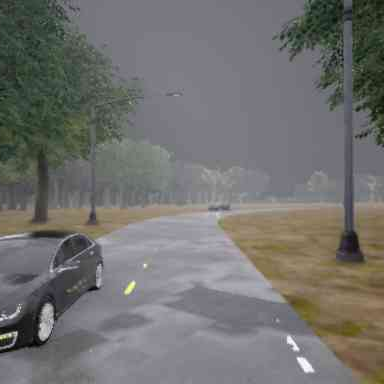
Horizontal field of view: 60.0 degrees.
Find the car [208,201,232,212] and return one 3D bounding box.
[{"bbox_3d":[4.113,2.159,49.286,1.882,1.535,5.008,-1,-1,33],"label":"car"}]

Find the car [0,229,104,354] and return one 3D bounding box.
[{"bbox_3d":[-3.094,1.571,6.487,1.837,1.490,4.892,0,-1,0],"label":"car"}]
